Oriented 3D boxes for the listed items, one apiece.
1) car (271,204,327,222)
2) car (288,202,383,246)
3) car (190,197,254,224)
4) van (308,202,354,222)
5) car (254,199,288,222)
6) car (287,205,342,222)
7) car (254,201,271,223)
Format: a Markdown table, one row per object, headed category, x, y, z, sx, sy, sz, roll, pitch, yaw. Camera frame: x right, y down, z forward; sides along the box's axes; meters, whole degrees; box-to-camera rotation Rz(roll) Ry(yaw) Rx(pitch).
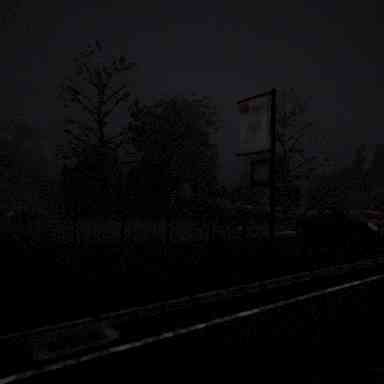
| category | x | y | z | sx | sy | sz | roll | pitch | yaw |
| --- | --- | --- | --- | --- | --- | --- | --- | --- | --- |
| car | 10.944 | 2.143 | 34.402 | 1.946 | 1.575 | 5.366 | 3 | -2 | -36 |
| car | 7.457 | 1.542 | 16.532 | 2.185 | 1.767 | 4.553 | 2 | -1 | -36 |
| car | 2.029 | 1.486 | 27.681 | 2.435 | 2.045 | 5.566 | 2 | -1 | -36 |
| van | 15.550 | 2.163 | 37.350 | 1.878 | 1.987 | 4.442 | 3 | -2 | -36 |
| car | 6.443 | 1.669 | 30.894 | 2.435 | 2.045 | 5.566 | 2 | -1 | -36 |
| car | 13.101 | 2.258 | 35.956 | 1.946 | 1.575 | 5.366 | 3 | -2 | -36 |
| car | 4.166 | 1.826 | 29.264 | 2.231 | 1.521 | 4.892 | 2 | -1 | -36 |
